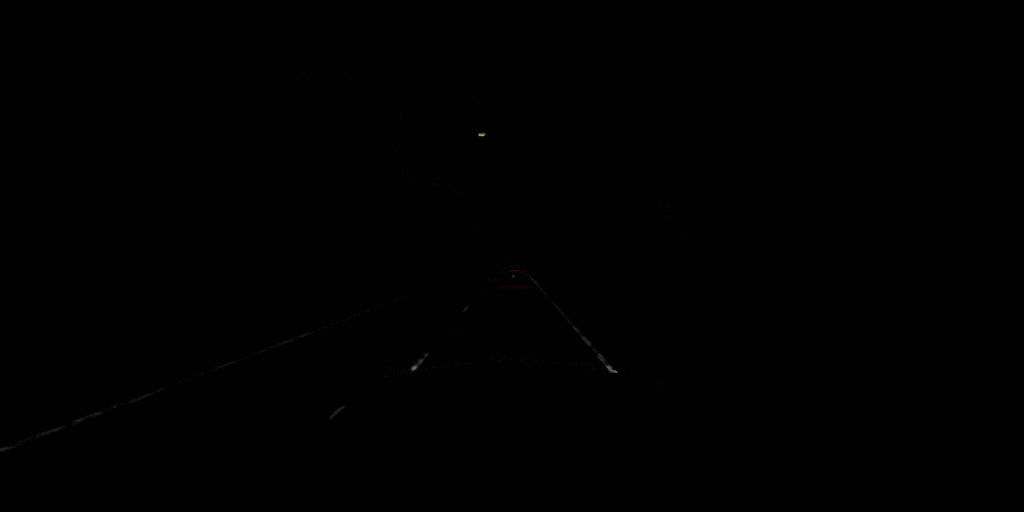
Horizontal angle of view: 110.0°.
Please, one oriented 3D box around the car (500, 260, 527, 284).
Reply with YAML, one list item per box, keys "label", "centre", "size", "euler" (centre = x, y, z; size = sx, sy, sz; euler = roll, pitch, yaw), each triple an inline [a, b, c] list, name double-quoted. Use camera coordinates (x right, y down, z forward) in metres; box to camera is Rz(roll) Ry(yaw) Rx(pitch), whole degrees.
- label: "car"
  centre: [0.107, 1.235, 27.246]
  size: [1.882, 1.535, 5.008]
  euler: [0, 0, 0]
